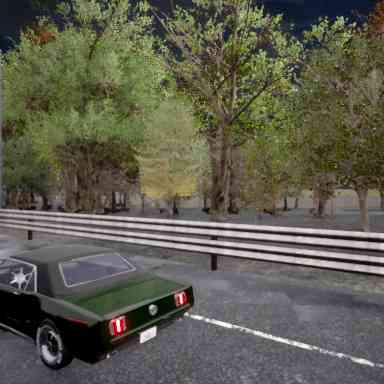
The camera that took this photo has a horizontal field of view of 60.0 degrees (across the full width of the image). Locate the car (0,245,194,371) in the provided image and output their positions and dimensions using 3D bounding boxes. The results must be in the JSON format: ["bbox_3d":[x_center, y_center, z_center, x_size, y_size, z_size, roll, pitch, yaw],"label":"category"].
[{"bbox_3d":[-2.375,1.599,5.704,4.718,1.301,1.895,0,0,36],"label":"car"}]
